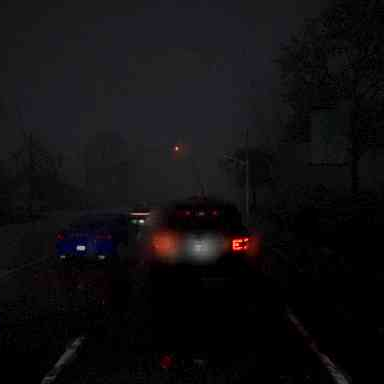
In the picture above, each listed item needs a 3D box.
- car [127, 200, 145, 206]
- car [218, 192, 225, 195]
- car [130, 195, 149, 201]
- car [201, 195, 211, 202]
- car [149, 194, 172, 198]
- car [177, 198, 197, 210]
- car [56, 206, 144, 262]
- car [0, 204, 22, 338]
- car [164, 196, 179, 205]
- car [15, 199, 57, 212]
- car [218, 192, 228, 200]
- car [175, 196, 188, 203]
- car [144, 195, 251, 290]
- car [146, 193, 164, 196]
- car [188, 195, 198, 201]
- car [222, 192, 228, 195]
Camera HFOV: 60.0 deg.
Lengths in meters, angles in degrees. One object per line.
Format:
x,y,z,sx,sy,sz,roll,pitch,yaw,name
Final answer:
-2.806,1.491,21.657,2.128,1.511,4.902,0,0,2,car
0.596,1.221,19.560,2.150,2.045,5.566,0,0,2,car
-8.017,1.564,48.515,1.994,1.385,4.181,0,0,6,car
3.293,1.519,79.835,1.812,1.442,4.674,0,0,10,car
-4.486,1.477,48.648,1.882,1.535,5.008,0,0,6,car
-0.610,1.547,44.288,2.033,1.411,5.357,0,0,6,car
-3.169,1.478,12.166,1.882,1.535,5.008,0,0,2,car
-3.362,1.222,1.632,2.150,2.045,5.566,0,0,0,car
-3.449,1.526,57.908,1.812,1.442,4.674,0,0,7,car
-17.740,1.525,37.634,4.674,1.442,1.812,0,0,6,car
8.399,1.093,88.623,2.150,2.045,5.566,0,0,11,car
-2.045,1.564,68.273,1.994,1.385,4.181,0,0,9,car
0.254,1.221,9.228,2.150,2.045,5.566,0,0,1,car
-6.984,1.220,57.866,2.150,2.045,5.566,0,0,7,car
0.289,1.462,83.088,1.882,1.535,5.008,0,0,10,car
6.611,1.350,78.457,2.097,1.767,4.553,0,0,10,car
